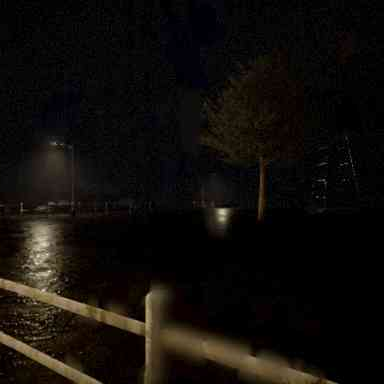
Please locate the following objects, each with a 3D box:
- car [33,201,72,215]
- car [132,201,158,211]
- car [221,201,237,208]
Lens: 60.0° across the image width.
[{"bbox_3d":[-17.119,1.852,41.166,2.097,1.767,4.553,-2,-2,36],"label":"car"},{"bbox_3d":[-7.653,2.267,54.342,2.128,1.511,4.902,-2,-2,36],"label":"car"},{"bbox_3d":[7.718,2.626,69.445,1.994,1.385,4.181,-2,-2,36],"label":"car"}]
